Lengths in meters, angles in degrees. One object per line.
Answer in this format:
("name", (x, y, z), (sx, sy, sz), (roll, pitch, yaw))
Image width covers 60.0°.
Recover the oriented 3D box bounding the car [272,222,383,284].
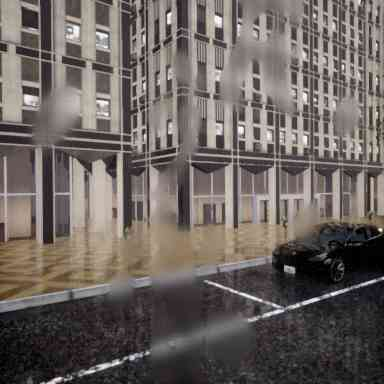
("car", (4.206, 1.564, 9.570), (4.313, 1.339, 1.947), (0, -1, -36))
